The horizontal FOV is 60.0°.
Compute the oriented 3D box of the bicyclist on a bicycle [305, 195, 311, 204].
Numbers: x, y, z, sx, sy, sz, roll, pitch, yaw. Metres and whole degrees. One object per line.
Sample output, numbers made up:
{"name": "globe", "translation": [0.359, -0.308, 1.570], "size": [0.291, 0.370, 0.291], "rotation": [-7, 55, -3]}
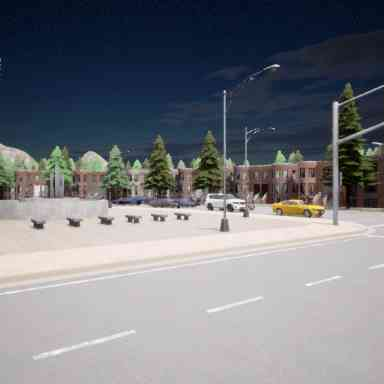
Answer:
{"name": "bicyclist on a bicycle", "translation": [16.230, 1.303, 46.629], "size": [1.656, 1.620, 0.582], "rotation": [0, 0, -37]}

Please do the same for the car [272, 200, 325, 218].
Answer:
{"name": "car", "translation": [9.796, 1.478, 30.793], "size": [1.882, 1.535, 5.008], "rotation": [0, 0, -37]}

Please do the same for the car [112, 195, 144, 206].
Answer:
{"name": "car", "translation": [-10.466, 1.601, 53.847], "size": [4.718, 1.301, 1.895], "rotation": [0, 0, 23]}

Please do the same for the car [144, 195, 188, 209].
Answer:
{"name": "car", "translation": [-3.618, 1.547, 45.888], "size": [5.357, 1.411, 2.033], "rotation": [0, 0, 36]}

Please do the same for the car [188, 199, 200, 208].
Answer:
{"name": "car", "translation": [-1.353, 1.548, 48.546], "size": [5.357, 1.411, 2.033], "rotation": [0, 0, 37]}

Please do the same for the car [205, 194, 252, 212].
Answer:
{"name": "car", "translation": [3.873, 1.221, 38.662], "size": [2.150, 2.045, 5.566], "rotation": [0, 0, -39]}

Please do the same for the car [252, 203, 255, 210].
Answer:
{"name": "car", "translation": [5.733, 1.526, 41.755], "size": [1.812, 1.442, 4.674], "rotation": [0, 0, -41]}

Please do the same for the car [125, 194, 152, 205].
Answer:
{"name": "car", "translation": [-9.853, 1.352, 61.166], "size": [4.553, 1.767, 2.097], "rotation": [0, 0, 21]}

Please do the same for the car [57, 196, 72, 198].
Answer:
{"name": "car", "translation": [-23.757, 1.504, 60.729], "size": [4.892, 1.490, 1.837], "rotation": [0, 0, 5]}

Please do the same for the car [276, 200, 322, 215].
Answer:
{"name": "car", "translation": [11.115, 1.564, 34.865], "size": [1.994, 1.385, 4.181], "rotation": [0, 0, -37]}

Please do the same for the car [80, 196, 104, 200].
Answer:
{"name": "car", "translation": [-19.465, 1.491, 63.871], "size": [4.902, 1.511, 2.128], "rotation": [0, 0, 7]}
